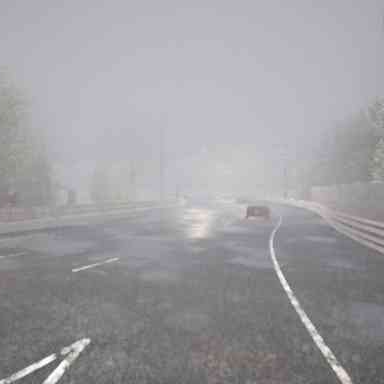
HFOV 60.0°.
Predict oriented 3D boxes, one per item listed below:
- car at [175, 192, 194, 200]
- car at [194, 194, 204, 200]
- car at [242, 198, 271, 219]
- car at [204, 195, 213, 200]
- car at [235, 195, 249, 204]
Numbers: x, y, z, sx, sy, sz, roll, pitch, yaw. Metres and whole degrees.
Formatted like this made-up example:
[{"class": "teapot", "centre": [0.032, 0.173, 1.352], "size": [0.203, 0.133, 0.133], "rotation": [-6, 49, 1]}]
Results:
[{"class": "car", "centre": [-2.203, 1.146, 90.888], "size": [2.150, 2.045, 5.566], "rotation": [1, 0, -20]}, {"class": "car", "centre": [0.843, 1.553, 92.825], "size": [1.895, 1.301, 4.718], "rotation": [1, 0, -20]}, {"class": "car", "centre": [5.916, 1.525, 29.486], "size": [1.882, 1.535, 5.008], "rotation": [1, 0, 15]}, {"class": "car", "centre": [4.149, 1.465, 93.953], "size": [1.882, 1.535, 5.008], "rotation": [1, 0, -20]}, {"class": "car", "centre": [9.698, 1.412, 63.784], "size": [2.097, 1.767, 4.553], "rotation": [1, 0, -4]}]
